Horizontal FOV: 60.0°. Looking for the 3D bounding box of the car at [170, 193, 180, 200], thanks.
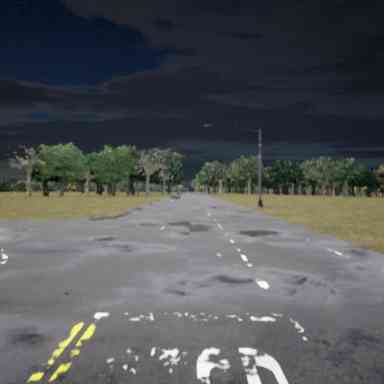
[{"bbox_3d":[-3.729,1.010,73.785,1.994,1.385,4.181,0,0,1],"label":"car"}]
